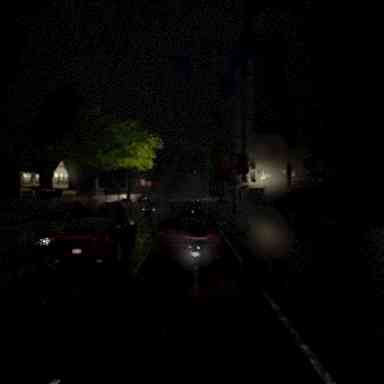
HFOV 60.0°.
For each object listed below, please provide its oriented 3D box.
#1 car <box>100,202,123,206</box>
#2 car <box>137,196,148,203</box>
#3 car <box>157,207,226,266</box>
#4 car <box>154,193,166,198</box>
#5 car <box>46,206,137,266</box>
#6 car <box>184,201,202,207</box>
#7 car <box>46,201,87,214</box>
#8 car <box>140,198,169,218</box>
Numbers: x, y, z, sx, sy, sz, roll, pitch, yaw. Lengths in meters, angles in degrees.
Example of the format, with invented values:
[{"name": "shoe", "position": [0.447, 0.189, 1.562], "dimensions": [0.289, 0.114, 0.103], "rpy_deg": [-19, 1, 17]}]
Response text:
[{"name": "car", "position": [-6.604, 1.551, 27.349], "dimensions": [1.994, 1.385, 4.181], "rpy_deg": [0, 0, 0]}, {"name": "car", "position": [-9.766, 1.472, 66.960], "dimensions": [2.033, 1.411, 5.357], "rpy_deg": [0, 0, 0]}, {"name": "car", "position": [0.089, 1.487, 11.492], "dimensions": [2.128, 1.511, 4.902], "rpy_deg": [0, 0, 0]}, {"name": "car", "position": [-6.515, 1.151, 67.850], "dimensions": [2.150, 2.045, 5.566], "rpy_deg": [0, 0, 0]}, {"name": "car", "position": [-3.160, 1.473, 11.605], "dimensions": [1.882, 1.535, 5.008], "rpy_deg": [0, 0, 0]}, {"name": "car", "position": [0.093, 1.582, 34.032], "dimensions": [1.895, 1.301, 4.718], "rpy_deg": [0, 0, 0]}, {"name": "car", "position": [-9.855, 1.465, 26.496], "dimensions": [1.882, 1.535, 5.008], "rpy_deg": [0, 0, 0]}, {"name": "car", "position": [-3.157, 1.532, 30.207], "dimensions": [2.033, 1.411, 5.357], "rpy_deg": [0, 0, 0]}]
